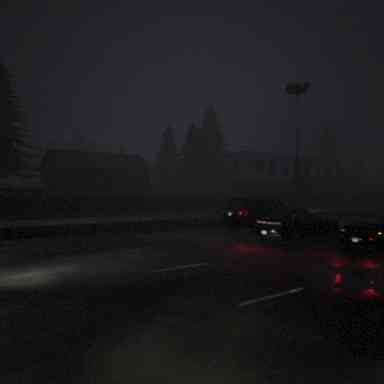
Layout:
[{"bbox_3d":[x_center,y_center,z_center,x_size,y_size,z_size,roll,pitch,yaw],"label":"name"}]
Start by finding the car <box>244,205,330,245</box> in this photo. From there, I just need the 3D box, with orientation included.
[{"bbox_3d":[5.141,1.571,15.987,4.902,1.511,2.128,0,0,-35],"label":"car"}]

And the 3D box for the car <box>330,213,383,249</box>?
[{"bbox_3d":[7.938,1.610,13.680,4.674,1.442,1.812,0,0,-35],"label":"car"}]

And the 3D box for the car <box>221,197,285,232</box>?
[{"bbox_3d":[4.242,1.309,19.640,5.566,2.045,2.150,0,0,-35],"label":"car"}]
